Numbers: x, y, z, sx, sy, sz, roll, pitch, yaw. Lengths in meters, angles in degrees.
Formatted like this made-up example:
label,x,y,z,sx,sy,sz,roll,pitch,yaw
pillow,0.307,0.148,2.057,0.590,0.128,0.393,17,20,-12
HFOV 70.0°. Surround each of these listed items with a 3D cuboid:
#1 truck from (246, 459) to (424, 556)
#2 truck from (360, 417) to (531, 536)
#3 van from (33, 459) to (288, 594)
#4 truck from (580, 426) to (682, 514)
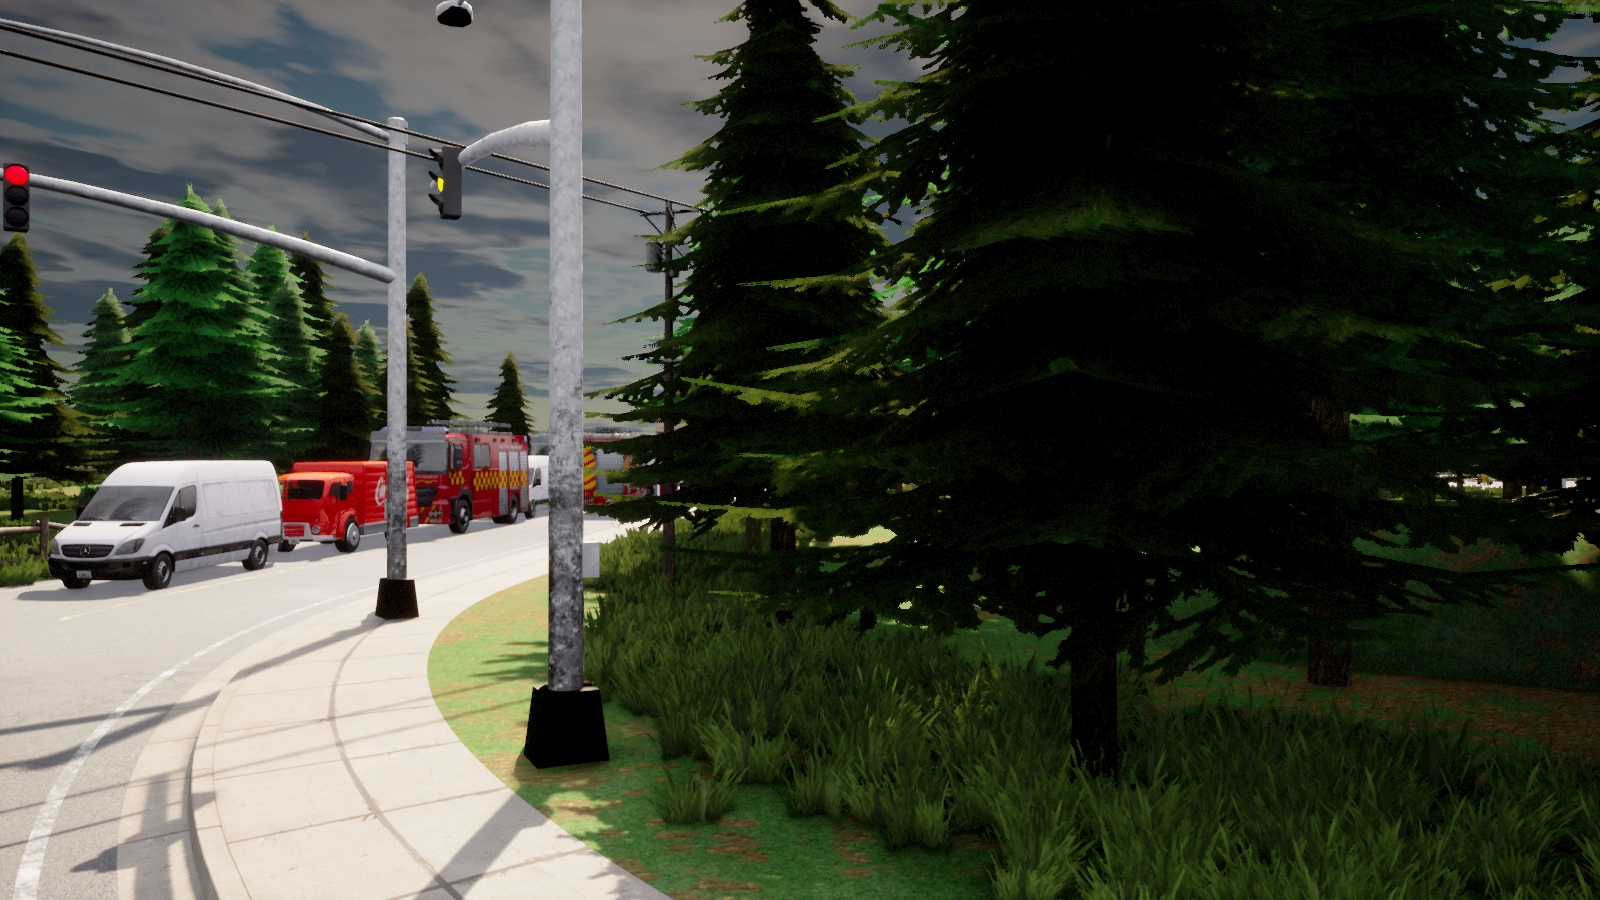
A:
label,x,y,z,sx,sy,sz,roll,pitch,yaw
truck,-13.132,1.536,32.745,2.627,2.467,5.204,0,0,5
truck,-12.433,0.863,41.046,2.891,3.827,8.468,0,0,5
van,-13.699,1.507,25.050,1.988,2.561,5.915,0,0,3
truck,-7.822,0.858,53.996,2.891,3.827,8.468,0,0,5
